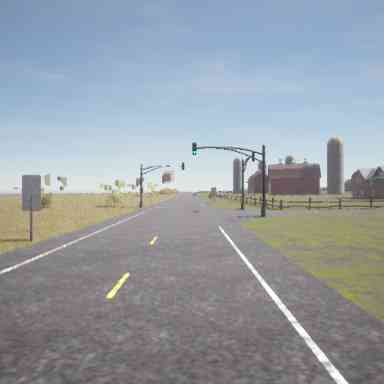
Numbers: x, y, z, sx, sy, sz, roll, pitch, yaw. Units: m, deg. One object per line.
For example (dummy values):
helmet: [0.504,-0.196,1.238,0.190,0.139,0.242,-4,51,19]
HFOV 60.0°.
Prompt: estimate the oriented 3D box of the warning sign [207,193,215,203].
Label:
warning sign: [3.543,1.061,62.475,1.300,1.860,1.060,0,0,0]
